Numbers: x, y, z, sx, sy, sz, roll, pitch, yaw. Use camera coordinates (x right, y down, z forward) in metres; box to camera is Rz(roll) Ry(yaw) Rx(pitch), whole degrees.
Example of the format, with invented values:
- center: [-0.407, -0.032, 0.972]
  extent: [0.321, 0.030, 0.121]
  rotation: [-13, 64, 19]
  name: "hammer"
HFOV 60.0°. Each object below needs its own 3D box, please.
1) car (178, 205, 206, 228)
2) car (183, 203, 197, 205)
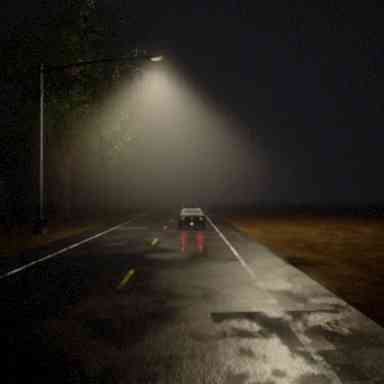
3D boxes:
- center: [-0.032, 1.870, 24.515]
  extent: [1.895, 1.301, 4.718]
  rotation: [0, -1, -1]
  name: "car"
- center: [-0.253, 2.028, 41.829]
  extent: [1.994, 1.385, 4.181]
  rotation: [0, -1, -1]
  name: "car"
